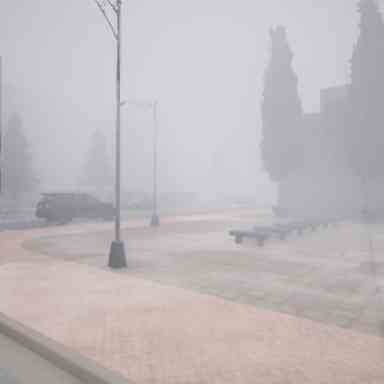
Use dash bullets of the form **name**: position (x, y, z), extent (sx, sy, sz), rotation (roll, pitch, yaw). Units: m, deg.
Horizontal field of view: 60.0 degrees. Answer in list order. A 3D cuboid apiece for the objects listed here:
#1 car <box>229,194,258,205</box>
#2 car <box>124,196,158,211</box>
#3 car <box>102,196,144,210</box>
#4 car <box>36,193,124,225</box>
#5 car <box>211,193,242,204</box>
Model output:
- **car**: position (8.559, 1.426, 55.040), extent (1.994, 1.385, 4.181), rotation (1, 0, 39)
- **car**: position (-5.795, 1.342, 37.002), extent (1.812, 1.442, 4.674), rotation (1, 0, 38)
- **car**: position (-8.115, 1.292, 39.736), extent (1.837, 1.490, 4.892), rotation (1, 0, 38)
- **car**: position (-7.863, 1.074, 23.135), extent (2.150, 2.045, 5.566), rotation (1, 0, 41)
- **car**: position (5.990, 1.325, 57.428), extent (2.128, 1.511, 4.902), rotation (1, 0, 39)
